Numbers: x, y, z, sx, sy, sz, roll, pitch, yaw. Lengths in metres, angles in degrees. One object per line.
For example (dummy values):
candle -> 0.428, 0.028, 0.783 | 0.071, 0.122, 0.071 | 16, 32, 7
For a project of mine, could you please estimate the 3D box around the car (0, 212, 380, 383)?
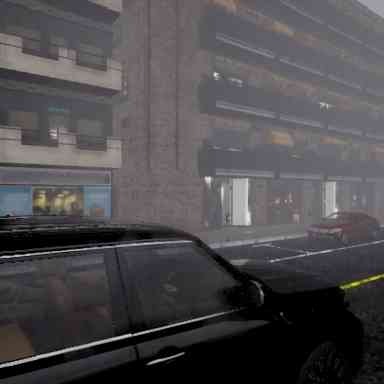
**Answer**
car -> -0.836, 1.224, 2.837 | 5.566, 2.045, 2.150 | 0, 0, -35
